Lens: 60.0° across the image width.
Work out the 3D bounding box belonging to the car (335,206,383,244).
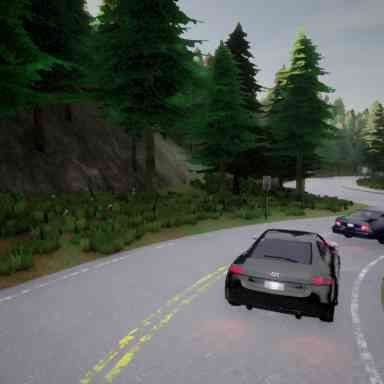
[{"bbox_3d":[8.598,1.372,14.966,5.357,1.411,2.033,-1,5,-33],"label":"car"}]

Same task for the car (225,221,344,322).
[{"bbox_3d":[2.213,1.532,7.444,1.994,1.385,4.181,2,2,24],"label":"car"}]
